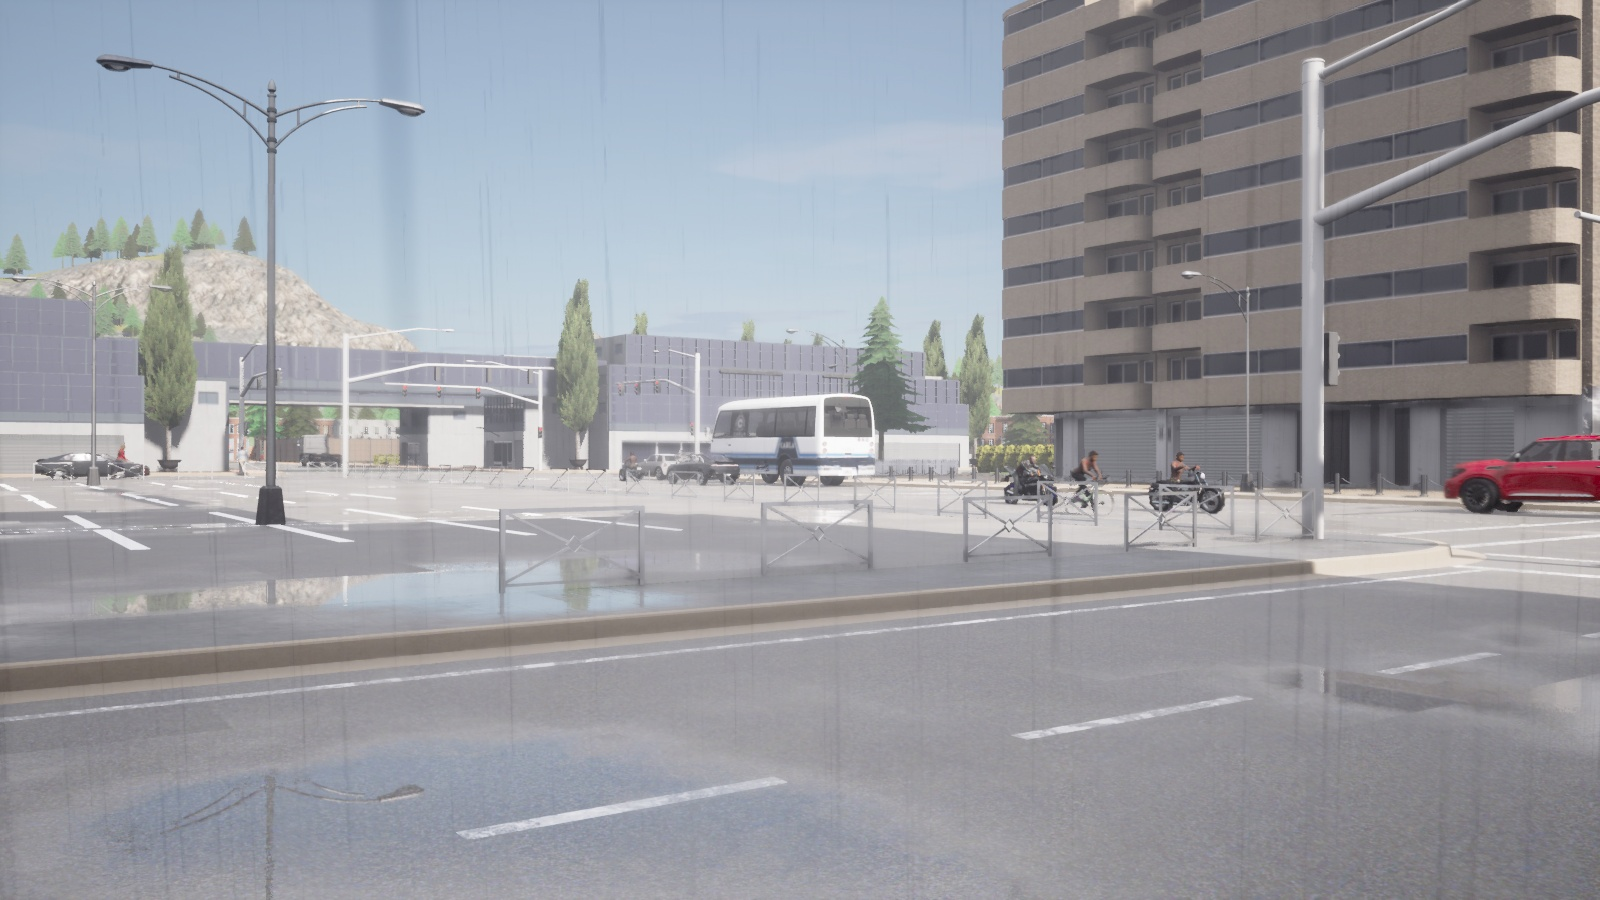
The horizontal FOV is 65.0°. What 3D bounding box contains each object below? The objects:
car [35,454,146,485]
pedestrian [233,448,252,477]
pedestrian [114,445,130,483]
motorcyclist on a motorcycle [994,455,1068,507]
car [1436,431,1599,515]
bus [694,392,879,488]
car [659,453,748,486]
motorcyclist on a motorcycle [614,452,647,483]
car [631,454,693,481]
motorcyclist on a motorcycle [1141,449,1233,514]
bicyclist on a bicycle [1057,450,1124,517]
[{"bbox_3d":[-37.100,0.996,65.690,4.902,1.511,2.128,0,0,-33],"label":"car"},{"bbox_3d":[-36.252,0.811,81.694,0.874,1.855,0.900,0,0,-41],"label":"pedestrian"},{"bbox_3d":[-33.595,0.682,62.228,0.636,1.846,0.331,0,0,-35],"label":"pedestrian"},{"bbox_3d":[6.925,0.913,37.755,0.866,1.530,2.191,0,0,-35],"label":"motorcyclist on a motorcycle"},{"bbox_3d":[19.457,0.557,31.788,2.150,2.045,5.566,0,0,-42],"label":"car"},{"bbox_3d":[-0.890,-0.424,61.381,3.944,4.253,10.273,0,0,-35],"label":"bus"},{"bbox_3d":[-4.736,0.915,60.790,2.128,1.511,4.902,0,0,-34],"label":"car"},{"bbox_3d":[-9.068,0.934,67.065,0.766,1.649,2.350,0,0,-35],"label":"motorcyclist on a motorcycle"},{"bbox_3d":[-7.896,0.957,71.525,1.970,1.475,3.806,0,0,-34],"label":"car"},{"bbox_3d":[10.169,0.810,33.058,0.766,1.649,2.350,0,0,-35],"label":"motorcyclist on a motorcycle"},{"bbox_3d":[7.201,0.814,31.197,0.582,1.620,1.656,0,0,-35],"label":"bicyclist on a bicycle"}]
